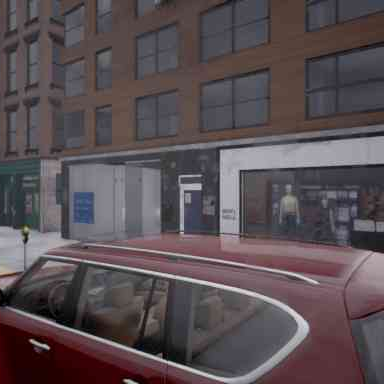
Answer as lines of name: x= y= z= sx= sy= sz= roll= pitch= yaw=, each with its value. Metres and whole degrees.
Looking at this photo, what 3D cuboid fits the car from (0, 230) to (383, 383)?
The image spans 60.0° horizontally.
car: x=-0.490 y=1.315 z=3.164 sx=5.009 sy=1.841 sz=2.192 roll=0 pitch=0 yaw=36
